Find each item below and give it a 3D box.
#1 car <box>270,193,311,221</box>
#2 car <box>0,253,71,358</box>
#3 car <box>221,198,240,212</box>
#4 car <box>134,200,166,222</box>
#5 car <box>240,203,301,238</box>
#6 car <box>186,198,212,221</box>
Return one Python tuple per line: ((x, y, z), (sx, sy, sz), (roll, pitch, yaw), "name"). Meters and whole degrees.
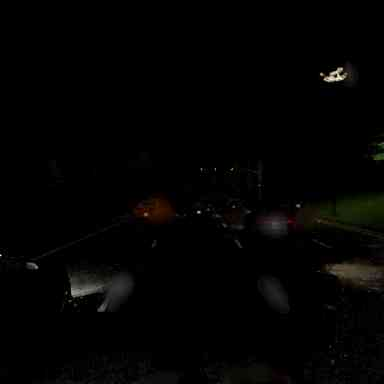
((7.529, 1.074, 26.053), (2.150, 2.045, 5.566), (0, 0, 1), "car")
((-3.340, 1.534, 4.767), (1.994, 1.385, 4.181), (0, 0, 1), "car")
((4.214, 1.323, 35.582), (1.812, 1.442, 4.674), (0, 0, 1), "car")
((-3.002, 1.334, 24.592), (1.882, 1.535, 5.008), (0, 0, 1), "car")
((3.857, 1.466, 17.170), (1.994, 1.385, 4.181), (0, 0, 1), "car")
((0.526, 1.414, 25.923), (1.994, 1.385, 4.181), (0, 0, 1), "car")
